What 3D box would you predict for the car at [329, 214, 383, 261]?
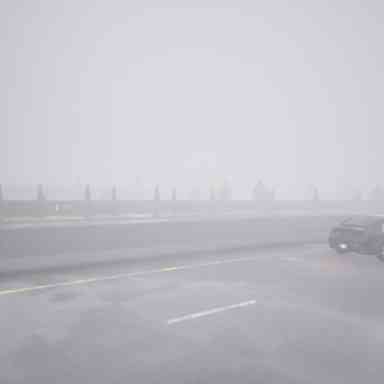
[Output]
[{"bbox_3d":[7.347,1.622,12.587,4.892,1.490,1.837,0,0,-28],"label":"car"}]
